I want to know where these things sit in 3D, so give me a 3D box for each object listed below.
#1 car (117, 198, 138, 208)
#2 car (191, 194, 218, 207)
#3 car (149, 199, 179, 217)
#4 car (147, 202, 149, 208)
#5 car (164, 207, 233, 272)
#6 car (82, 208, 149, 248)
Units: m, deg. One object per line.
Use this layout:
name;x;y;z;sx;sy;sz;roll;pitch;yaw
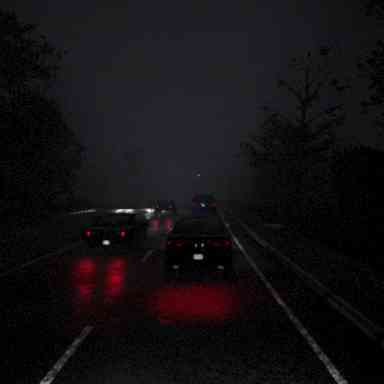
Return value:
car;-8.595;1.546;44.422;1.994;1.385;4.181;0;0;5
car;1.115;1.210;30.250;2.150;2.045;5.566;0;0;4
car;-2.324;1.480;31.285;2.128;1.511;4.902;0;0;4
car;-4.920;1.583;46.491;1.895;1.301;4.718;0;0;5
car;0.237;1.474;10.878;1.882;1.535;5.008;0;0;2
car;-3.131;1.595;14.695;1.895;1.301;4.718;0;0;2
